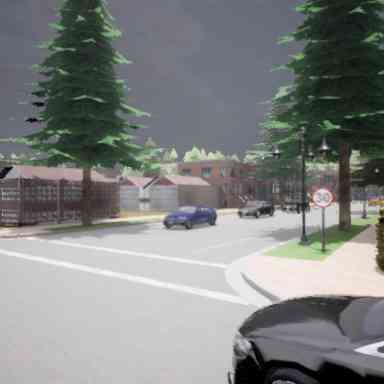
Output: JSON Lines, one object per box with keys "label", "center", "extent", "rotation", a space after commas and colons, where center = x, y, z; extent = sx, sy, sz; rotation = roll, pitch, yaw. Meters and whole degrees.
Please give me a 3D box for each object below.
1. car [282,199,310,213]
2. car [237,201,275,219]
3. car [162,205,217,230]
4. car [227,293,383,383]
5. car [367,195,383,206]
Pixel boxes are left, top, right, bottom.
{"label": "car", "center": [12.001, 1.549, 38.225], "extent": [2.128, 1.511, 4.902], "rotation": [-1, 0, 39]}
{"label": "car", "center": [5.875, 1.552, 30.258], "extent": [2.128, 1.511, 4.902], "rotation": [-1, 0, 37]}
{"label": "car", "center": [0.001, 1.585, 22.002], "extent": [1.812, 1.442, 4.674], "rotation": [-1, 0, 34]}
{"label": "car", "center": [2.568, 1.487, 2.524], "extent": [4.902, 1.511, 2.128], "rotation": [-1, 0, 40]}
{"label": "car", "center": [29.702, 1.367, 53.076], "extent": [2.097, 1.767, 4.553], "rotation": [-1, 0, 43]}
